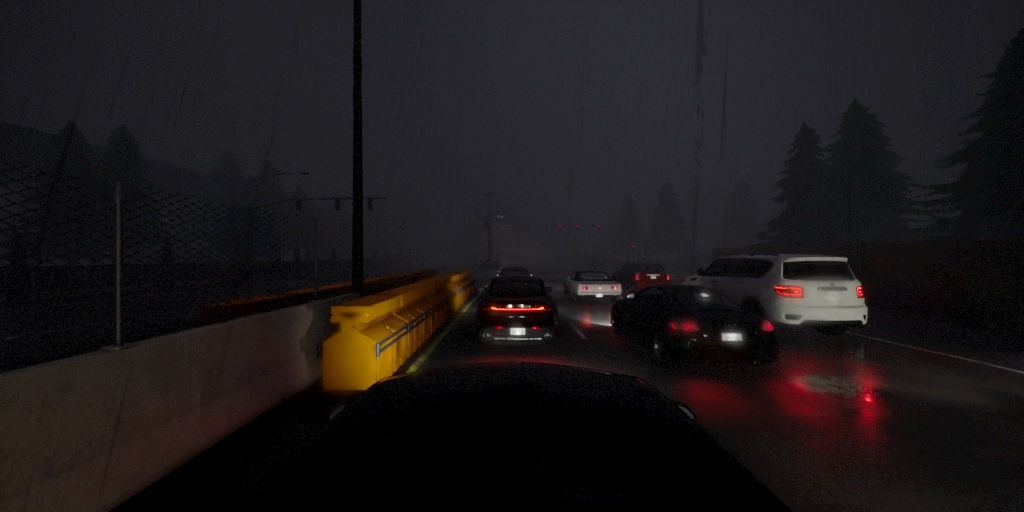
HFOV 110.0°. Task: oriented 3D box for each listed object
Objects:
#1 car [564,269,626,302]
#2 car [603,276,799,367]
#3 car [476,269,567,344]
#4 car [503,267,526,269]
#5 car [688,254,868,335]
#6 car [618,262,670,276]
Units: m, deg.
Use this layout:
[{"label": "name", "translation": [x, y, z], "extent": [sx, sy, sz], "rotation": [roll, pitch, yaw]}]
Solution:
[{"label": "car", "translation": [3.635, 1.351, 17.116], "extent": [1.895, 1.301, 4.718], "rotation": [0, 0, 0]}, {"label": "car", "translation": [3.622, 1.314, 7.934], "extent": [1.994, 1.385, 4.181], "rotation": [0, 0, -1]}, {"label": "car", "translation": [0.118, 1.255, 9.563], "extent": [1.837, 1.490, 4.892], "rotation": [0, 0, 0]}, {"label": "car", "translation": [0.137, 1.297, 19.080], "extent": [2.033, 1.411, 5.357], "rotation": [0, 0, 0]}, {"label": "car", "translation": [7.121, 0.971, 10.635], "extent": [2.150, 2.045, 5.566], "rotation": [0, 0, 0]}, {"label": "car", "translation": [7.142, 1.102, 20.221], "extent": [2.097, 1.767, 4.553], "rotation": [0, 0, 0]}]
